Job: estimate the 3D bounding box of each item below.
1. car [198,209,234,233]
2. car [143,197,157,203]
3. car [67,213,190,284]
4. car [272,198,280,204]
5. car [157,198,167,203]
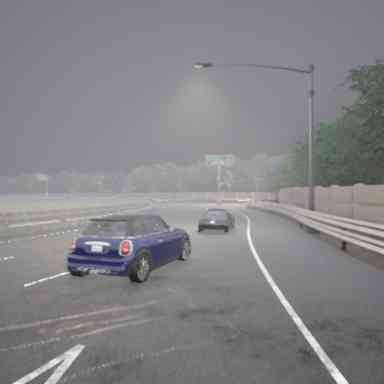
[{"bbox_3d":[1.655,1.800,21.820,1.994,1.385,4.181,0,-1,13],"label":"car"},{"bbox_3d":[-11.735,2.281,88.626,1.837,1.490,4.892,0,-1,-27],"label":"car"},{"bbox_3d":[-1.663,1.454,10.301,2.097,1.767,4.553,0,-1,20],"label":"car"},{"bbox_3d":[22.381,2.319,86.313,4.553,1.767,2.097,1,-1,-33],"label":"car"},{"bbox_3d":[-8.563,2.400,90.101,1.895,1.301,4.718,0,-1,-27],"label":"car"}]
